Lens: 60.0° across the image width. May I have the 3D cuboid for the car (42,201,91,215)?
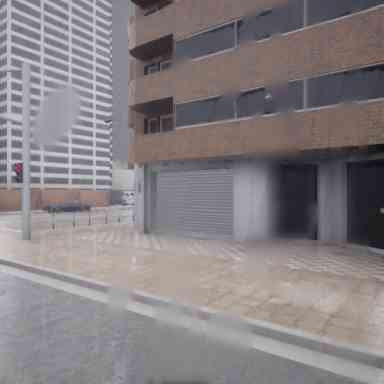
[{"bbox_3d":[-12.996,1.601,34.608,1.895,1.301,4.718,0,0,36],"label":"car"}]
